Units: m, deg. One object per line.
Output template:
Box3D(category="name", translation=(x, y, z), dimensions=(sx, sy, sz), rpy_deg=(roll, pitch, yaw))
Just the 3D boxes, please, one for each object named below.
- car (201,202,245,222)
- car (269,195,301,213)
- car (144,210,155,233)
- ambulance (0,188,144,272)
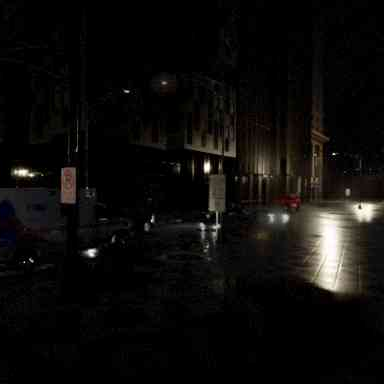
Box3D(category="car", translation=(2.621, 1.577, 27.257), dimensions=(2.128, 1.511, 4.902), rpy_deg=(1, 0, 35))
Box3D(category="car", translation=(11.021, 1.346, 39.093), dimensions=(2.150, 2.045, 5.566), rpy_deg=(1, 1, 36))
Box3D(category="car", translation=(-4.039, 1.551, 17.852), dimensions=(1.837, 1.490, 4.892), rpy_deg=(1, 0, 34))
Box3D(category="ambulance", translation=(-4.840, 1.094, 11.350), dimensions=(2.351, 2.431, 6.366), rpy_deg=(1, 0, 35))
